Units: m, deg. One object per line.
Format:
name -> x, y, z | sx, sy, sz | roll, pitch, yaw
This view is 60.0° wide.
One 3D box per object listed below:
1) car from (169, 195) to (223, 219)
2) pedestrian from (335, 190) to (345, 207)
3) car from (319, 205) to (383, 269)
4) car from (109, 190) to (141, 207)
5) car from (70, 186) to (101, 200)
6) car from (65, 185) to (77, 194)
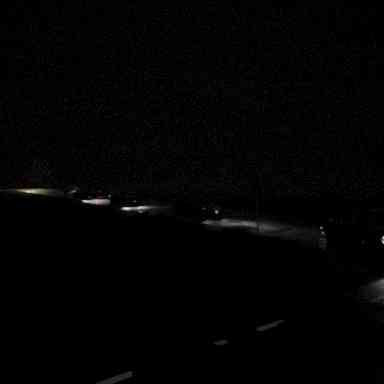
car -> 0.186, 0.957, 23.516 | 2.128, 1.511, 4.902 | -3, 4, -35
pedestrian -> 9.282, 0.784, 20.972 | 0.375, 1.860, 0.375 | -1, 1, -35
car -> 6.106, 1.318, 11.099 | 2.097, 1.767, 4.553 | -1, 1, -4
car -> -6.822, 0.566, 33.446 | 1.837, 1.490, 4.892 | -3, 4, -35
car -> -14.141, 0.253, 43.866 | 1.895, 1.301, 4.718 | -3, 4, -35
car -> -21.404, -0.490, 59.184 | 2.128, 1.511, 4.902 | -3, 4, -35
